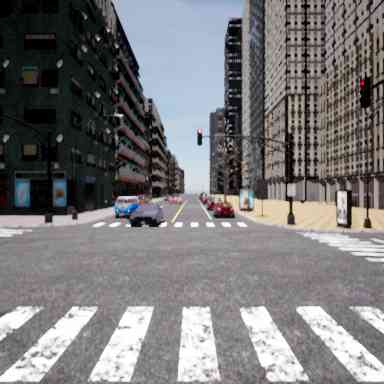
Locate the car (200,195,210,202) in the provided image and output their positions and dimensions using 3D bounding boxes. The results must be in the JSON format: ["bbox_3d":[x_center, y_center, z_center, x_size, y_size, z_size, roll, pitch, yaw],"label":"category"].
[{"bbox_3d":[2.836,1.395,73.262,1.887,1.381,4.507,0,0,0],"label":"car"}]

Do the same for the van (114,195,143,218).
[{"bbox_3d":[-5.627,1.273,29.058,1.690,1.788,3.998,0,0,0],"label":"van"}]

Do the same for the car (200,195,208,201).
[{"bbox_3d":[2.846,1.424,78.790,1.802,1.307,4.206,0,0,0],"label":"car"}]

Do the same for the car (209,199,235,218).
[{"bbox_3d":[2.752,1.514,29.041,1.802,1.307,4.206,0,0,0],"label":"car"}]

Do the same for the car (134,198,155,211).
[{"bbox_3d":[-5.608,1.453,40.114,1.887,1.381,4.507,0,0,0],"label":"car"}]

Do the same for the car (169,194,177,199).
[{"bbox_3d":[-5.503,1.386,95.390,1.947,1.339,4.313,0,0,0],"label":"car"}]

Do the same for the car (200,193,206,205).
[{"bbox_3d":[2.805,1.317,56.679,1.967,1.590,4.097,0,0,0],"label":"car"}]

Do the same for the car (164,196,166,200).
[{"bbox_3d":[-5.533,1.282,78.806,1.967,1.590,4.097,0,0,0],"label":"car"}]

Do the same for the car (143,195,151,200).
[{"bbox_3d":[-5.617,1.235,34.586,2.192,1.841,5.009,0,0,0],"label":"car"}]

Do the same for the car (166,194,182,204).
[{"bbox_3d":[-2.889,1.177,58.365,2.097,1.767,4.553,0,0,0],"label":"car"}]

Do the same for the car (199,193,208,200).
[{"bbox_3d":[2.859,1.149,84.317,2.192,1.841,5.009,0,0,0],"label":"car"}]

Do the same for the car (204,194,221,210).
[{"bbox_3d":[2.774,1.349,40.097,1.967,1.590,4.097,0,0,0],"label":"car"}]

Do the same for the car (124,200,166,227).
[{"bbox_3d":[-2.959,1.495,22.800,2.033,1.411,5.357,0,0,0],"label":"car"}]
